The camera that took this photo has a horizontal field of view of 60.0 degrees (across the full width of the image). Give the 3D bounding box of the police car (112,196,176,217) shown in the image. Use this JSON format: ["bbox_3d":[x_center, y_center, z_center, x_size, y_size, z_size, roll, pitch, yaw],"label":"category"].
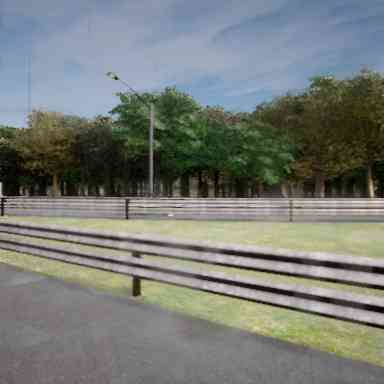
[{"bbox_3d":[-3.840,1.145,26.305,4.974,1.542,2.038,0,-1,16],"label":"police car"}]
